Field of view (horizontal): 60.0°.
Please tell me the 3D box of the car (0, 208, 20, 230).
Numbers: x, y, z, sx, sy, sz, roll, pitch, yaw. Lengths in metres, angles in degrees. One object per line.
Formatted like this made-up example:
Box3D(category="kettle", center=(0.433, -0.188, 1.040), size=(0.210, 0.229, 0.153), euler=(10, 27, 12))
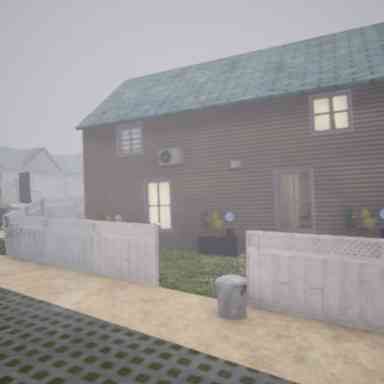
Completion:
Box3D(category="car", center=(-10.886, 1.589, 20.162), size=(1.895, 1.301, 4.718), euler=(-3, -1, 26))
